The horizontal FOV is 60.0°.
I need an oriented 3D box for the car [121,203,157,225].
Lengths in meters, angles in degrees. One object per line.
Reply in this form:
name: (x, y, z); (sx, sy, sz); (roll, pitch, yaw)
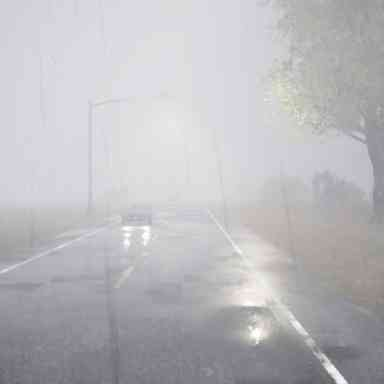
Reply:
car: (-3.593, 1.462, 23.110); (1.994, 1.385, 4.181); (0, 0, 0)

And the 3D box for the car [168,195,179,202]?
car: (-3.507, 1.229, 63.874); (1.994, 1.385, 4.181); (0, 0, 1)
